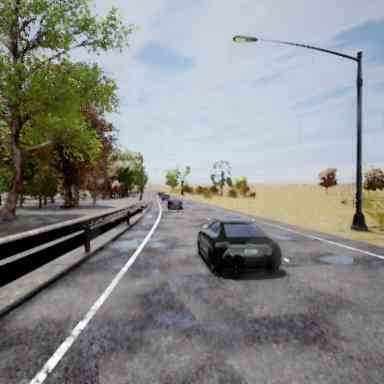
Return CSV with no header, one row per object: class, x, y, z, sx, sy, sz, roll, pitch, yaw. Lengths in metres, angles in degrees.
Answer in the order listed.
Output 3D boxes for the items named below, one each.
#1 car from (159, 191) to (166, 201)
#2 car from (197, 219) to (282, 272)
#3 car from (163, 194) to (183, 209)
car,-5.920,1.162,76.660,2.097,1.767,4.553,0,0,-6
car,1.344,1.549,10.801,1.994,1.385,4.181,0,0,-6
car,-2.308,1.399,43.883,2.128,1.511,4.902,0,0,-6
